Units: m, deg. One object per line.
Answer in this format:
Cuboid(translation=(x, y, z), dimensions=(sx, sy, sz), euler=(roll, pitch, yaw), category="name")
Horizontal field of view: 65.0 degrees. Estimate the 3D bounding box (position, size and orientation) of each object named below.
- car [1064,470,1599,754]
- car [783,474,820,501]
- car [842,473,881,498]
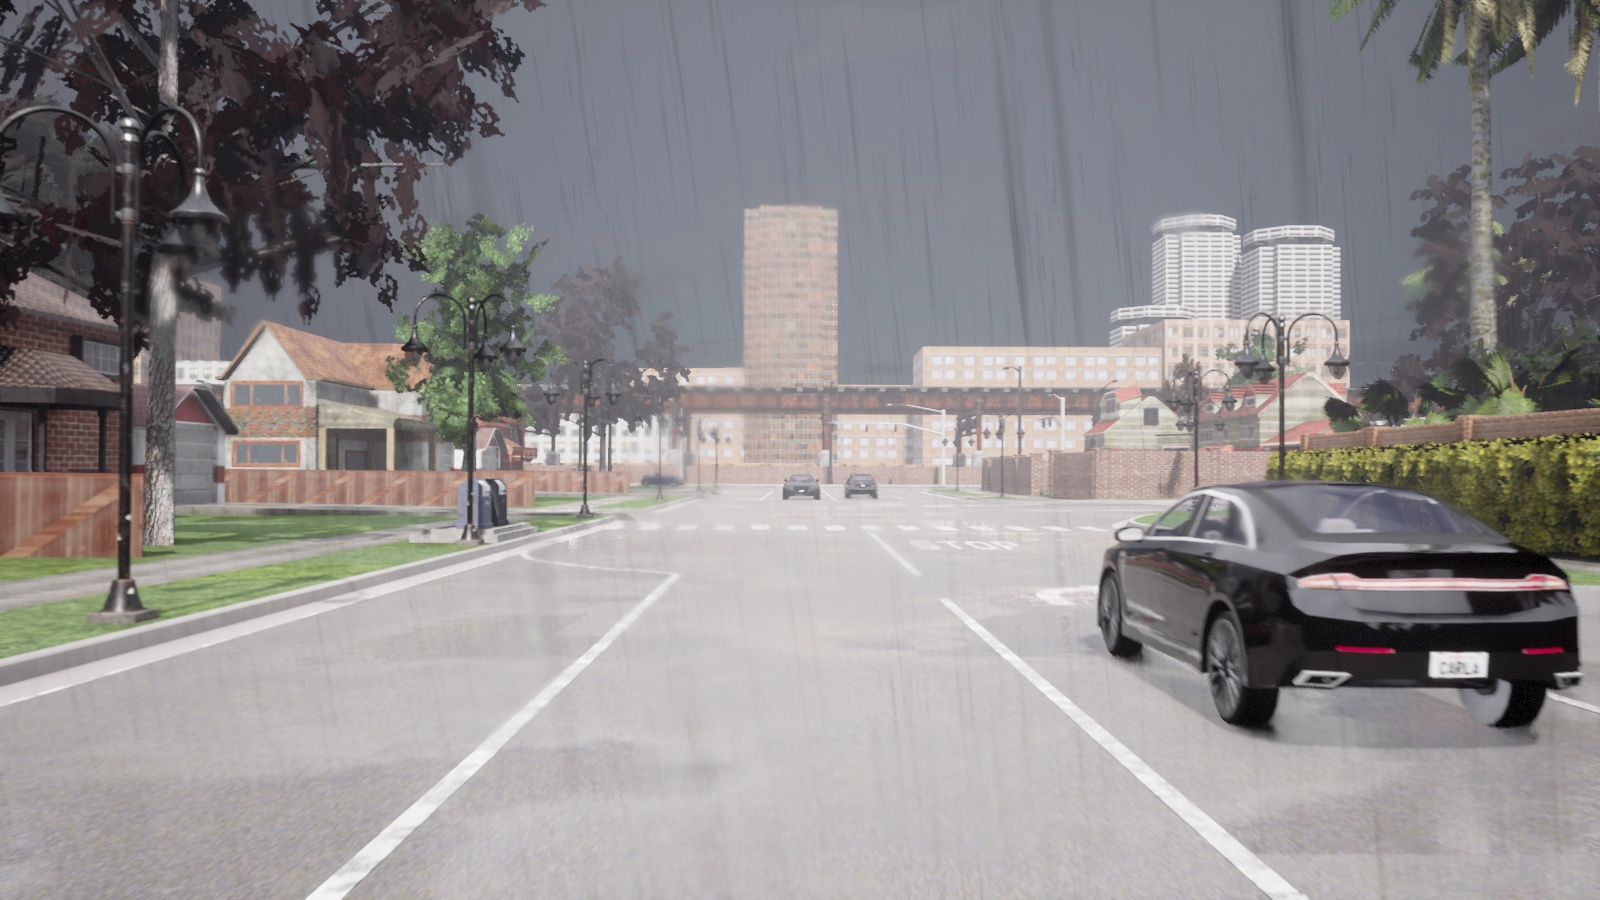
Cuboid(translation=(3.517, 0.910, 9.193), dimensions=(2.128, 1.511, 4.902), euler=(0, -1, 0), category="car")
Cuboid(translation=(0.084, 2.025, 68.689), dimensions=(1.994, 1.385, 4.181), euler=(0, -1, 0), category="car")
Cuboid(translation=(3.590, 2.080, 73.791), dimensions=(2.033, 1.411, 5.357), euler=(0, -1, 0), category="car")
